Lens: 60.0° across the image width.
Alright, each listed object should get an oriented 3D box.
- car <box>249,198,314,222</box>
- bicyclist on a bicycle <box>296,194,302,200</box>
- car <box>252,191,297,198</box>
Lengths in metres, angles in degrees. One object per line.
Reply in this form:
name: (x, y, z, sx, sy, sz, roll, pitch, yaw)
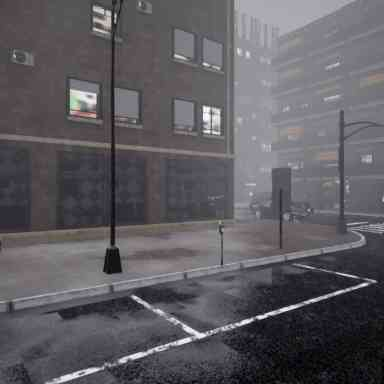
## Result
car: (6.298, 1.342, 24.197, 2.008, 1.369, 4.403, 1, 0, -36)
bicyclist on a bicycle: (11.563, 1.011, 36.210, 1.656, 1.620, 0.582, 0, 1, -36)
car: (7.208, 0.988, 27.338, 2.150, 2.045, 5.566, 0, 1, -36)
